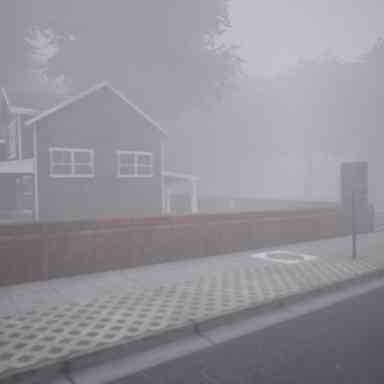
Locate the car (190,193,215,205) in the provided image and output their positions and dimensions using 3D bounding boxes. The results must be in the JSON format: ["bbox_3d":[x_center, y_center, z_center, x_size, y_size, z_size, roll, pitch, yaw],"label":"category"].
[{"bbox_3d":[1.522,0.882,41.755,1.994,1.385,4.181,-2,3,-35],"label":"car"}]
